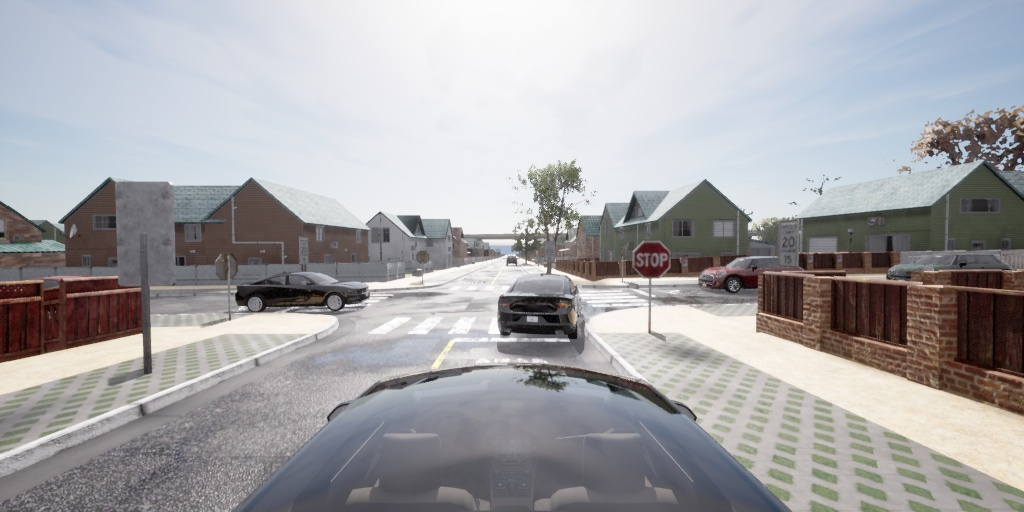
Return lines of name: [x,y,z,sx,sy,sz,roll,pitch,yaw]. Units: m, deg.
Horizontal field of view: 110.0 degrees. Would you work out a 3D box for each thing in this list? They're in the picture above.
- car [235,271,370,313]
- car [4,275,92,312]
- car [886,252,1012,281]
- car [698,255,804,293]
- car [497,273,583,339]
car: [-8.475,1.376,14.738,5.008,1.535,1.882,-1,2,0]
car: [-18.028,1.546,14.670,5.008,1.535,1.882,-1,2,0]
car: [21.693,0.646,17.908,4.553,1.767,2.097,-1,2,0]
car: [11.798,0.820,17.831,4.553,1.767,2.097,-1,2,0]
car: [0.953,1.224,10.216,1.882,1.535,5.008,0,0,12]
